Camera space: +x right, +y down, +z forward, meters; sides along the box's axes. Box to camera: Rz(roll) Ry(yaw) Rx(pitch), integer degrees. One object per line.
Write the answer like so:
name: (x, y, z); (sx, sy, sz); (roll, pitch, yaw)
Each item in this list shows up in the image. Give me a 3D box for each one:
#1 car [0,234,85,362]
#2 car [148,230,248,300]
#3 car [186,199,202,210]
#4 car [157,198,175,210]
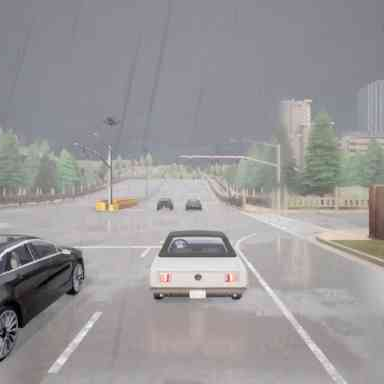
car: (-3.387, 1.492, 5.824); (2.128, 1.511, 4.902); (0, 0, 0)
car: (0.117, 1.601, 8.358); (1.895, 1.301, 4.718); (0, 0, 0)
car: (0.197, 1.564, 41.808); (1.994, 1.385, 4.181); (0, 0, 0)
car: (-3.309, 1.505, 42.018); (1.837, 1.490, 4.892); (0, 0, 0)
